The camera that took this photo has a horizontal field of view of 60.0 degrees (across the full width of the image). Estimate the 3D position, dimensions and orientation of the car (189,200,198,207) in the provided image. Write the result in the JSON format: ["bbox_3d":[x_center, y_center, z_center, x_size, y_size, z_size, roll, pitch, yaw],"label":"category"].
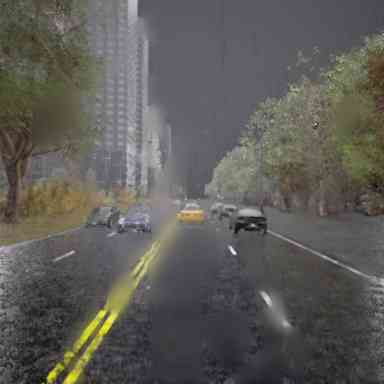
[{"bbox_3d":[0.383,2.538,76.167,2.033,1.411,5.357,0,-1,0],"label":"car"}]

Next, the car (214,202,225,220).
[{"bbox_3d":[3.428,1.882,31.775,1.837,1.490,4.892,1,-1,0],"label":"car"}]

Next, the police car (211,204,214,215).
[{"bbox_3d":[3.458,2.067,42.783,2.038,1.542,4.974,0,-1,0],"label":"police car"}]

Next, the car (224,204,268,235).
[{"bbox_3d":[3.373,1.711,20.770,1.882,1.535,5.008,1,-1,0],"label":"car"}]

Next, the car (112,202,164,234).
[{"bbox_3d":[-3.263,1.606,21.087,2.097,1.767,4.553,-2,1,1],"label":"car"}]

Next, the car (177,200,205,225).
[{"bbox_3d":[0.040,1.677,26.589,1.801,1.575,5.366,1,-1,1],"label":"car"}]

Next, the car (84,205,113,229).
[{"bbox_3d":[-6.458,1.768,24.484,1.837,1.490,4.892,-4,2,1],"label":"car"}]

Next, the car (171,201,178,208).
[{"bbox_3d":[-2.921,2.413,65.607,1.812,1.442,4.674,0,-1,0],"label":"car"}]

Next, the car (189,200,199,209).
[{"bbox_3d":[0.394,2.348,62.645,1.812,1.442,4.674,0,-1,1],"label":"car"}]
